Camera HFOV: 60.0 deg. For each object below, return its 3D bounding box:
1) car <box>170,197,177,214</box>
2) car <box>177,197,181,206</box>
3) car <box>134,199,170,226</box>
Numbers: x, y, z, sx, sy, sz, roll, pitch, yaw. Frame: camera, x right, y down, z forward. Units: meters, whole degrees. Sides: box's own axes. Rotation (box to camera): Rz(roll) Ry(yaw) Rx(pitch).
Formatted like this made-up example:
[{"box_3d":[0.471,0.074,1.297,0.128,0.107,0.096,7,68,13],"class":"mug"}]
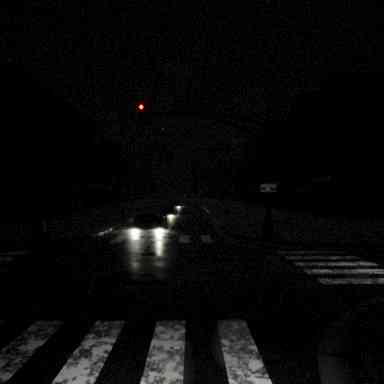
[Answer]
[{"box_3d":[-2.930,1.497,35.889,1.882,1.535,5.008,0,0,0],"class":"car"},{"box_3d":[-2.908,1.551,54.920,1.837,1.490,4.892,0,-1,0],"class":"car"},{"box_3d":[-2.912,1.490,23.982,1.882,1.535,5.008,0,0,0],"class":"car"}]
